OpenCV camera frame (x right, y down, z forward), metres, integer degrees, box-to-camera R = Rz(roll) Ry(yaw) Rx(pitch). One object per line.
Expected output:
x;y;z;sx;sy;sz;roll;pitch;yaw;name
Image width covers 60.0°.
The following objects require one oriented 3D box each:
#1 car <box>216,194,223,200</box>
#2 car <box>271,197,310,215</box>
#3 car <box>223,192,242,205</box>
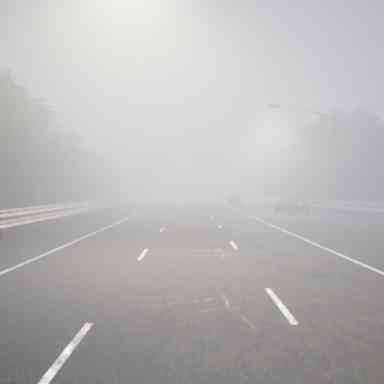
7.043;1.166;84.498;1.882;1.535;5.008;0;0;0;car
9.519;1.246;32.469;2.097;1.767;4.553;0;0;-11;car
6.973;0.979;55.214;2.150;2.045;5.566;0;0;1;car
